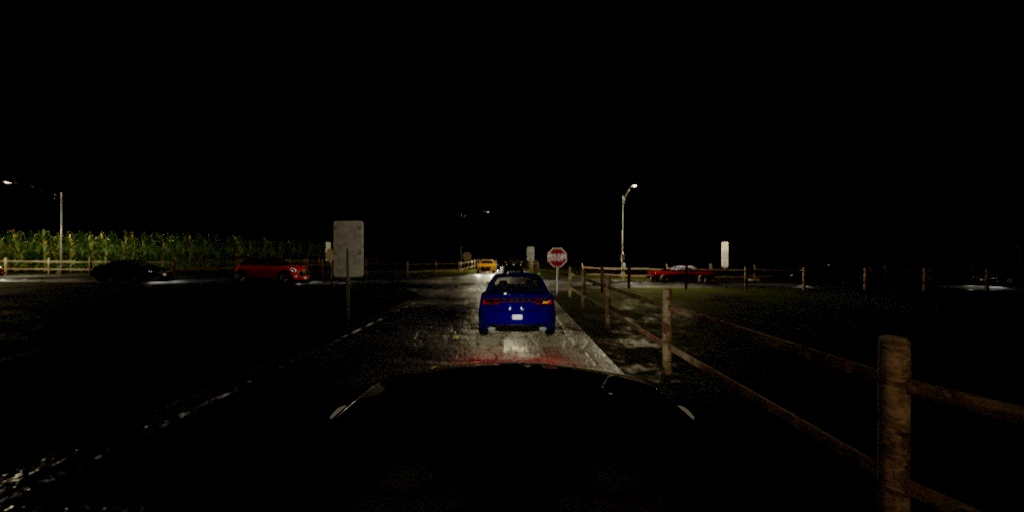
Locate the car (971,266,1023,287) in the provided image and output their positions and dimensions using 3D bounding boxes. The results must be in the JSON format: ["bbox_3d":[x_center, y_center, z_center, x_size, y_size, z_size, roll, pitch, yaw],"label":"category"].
[{"bbox_3d":[38.574,1.537,27.587,4.892,1.490,1.837,-1,0,1],"label":"car"}]

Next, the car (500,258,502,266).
[{"bbox_3d":[-2.713,1.206,51.005,1.994,1.385,4.181,0,0,0],"label":"car"}]

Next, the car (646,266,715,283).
[{"bbox_3d":[12.990,1.409,27.888,4.718,1.301,1.895,0,0,0],"label":"car"}]

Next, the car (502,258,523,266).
[{"bbox_3d":[0.199,1.013,42.602,2.097,1.767,4.553,0,0,0],"label":"car"}]

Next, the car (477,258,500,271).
[{"bbox_3d":[-2.787,1.142,40.989,1.882,1.535,5.008,0,0,1],"label":"car"}]

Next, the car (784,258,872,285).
[{"bbox_3d":[24.422,1.131,27.776,5.566,2.045,2.150,1,0,1],"label":"car"}]

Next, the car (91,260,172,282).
[{"bbox_3d":[-26.962,1.027,25.445,4.674,1.442,1.812,0,0,1],"label":"car"}]

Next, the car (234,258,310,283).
[{"bbox_3d":[-16.811,0.934,25.321,4.553,1.767,2.097,0,0,1],"label":"car"}]

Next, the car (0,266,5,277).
[{"bbox_3d":[-39.596,0.756,25.606,4.553,1.767,2.097,0,0,0],"label":"car"}]

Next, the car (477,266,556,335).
[{"bbox_3d":[0.123,1.209,10.499,1.882,1.535,5.008,0,0,0],"label":"car"}]
